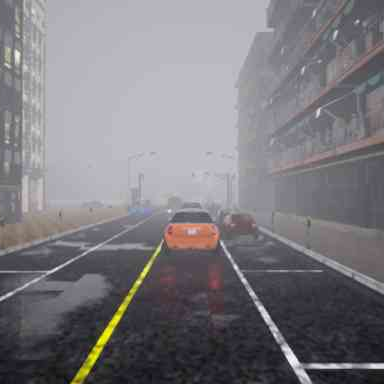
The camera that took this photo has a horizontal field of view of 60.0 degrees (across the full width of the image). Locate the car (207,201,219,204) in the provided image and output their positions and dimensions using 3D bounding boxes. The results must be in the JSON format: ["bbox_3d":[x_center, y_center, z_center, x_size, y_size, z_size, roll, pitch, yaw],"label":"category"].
[{"bbox_3d":[2.645,1.930,40.287,2.008,1.369,4.403,0,-1,0],"label":"car"}]

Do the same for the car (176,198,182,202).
[{"bbox_3d":[-0.010,1.625,29.075,2.097,1.767,4.553,0,-1,0],"label":"car"}]

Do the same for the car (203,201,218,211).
[{"bbox_3d":[2.674,1.998,48.216,1.887,1.381,4.507,0,-1,0],"label":"car"}]

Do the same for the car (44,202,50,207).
[{"bbox_3d":[-31.704,2.601,68.866,4.206,1.307,1.802,-1,0,-1],"label":"car"}]

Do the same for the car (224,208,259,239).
[{"bbox_3d":[2.559,1.754,18.183,1.802,1.307,4.206,0,-1,0],"label":"car"}]

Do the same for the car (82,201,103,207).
[{"bbox_3d":[-20.621,2.470,69.007,4.206,1.307,1.802,-1,0,-1],"label":"car"}]

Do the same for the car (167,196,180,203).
[{"bbox_3d":[-2.778,1.719,54.630,2.150,2.045,5.566,0,-1,0],"label":"car"}]

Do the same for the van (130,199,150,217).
[{"bbox_3d":[-5.360,1.669,34.811,1.690,1.788,3.998,0,-1,0],"label":"van"}]

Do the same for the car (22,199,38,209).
[{"bbox_3d":[-31.473,2.231,60.801,5.009,1.841,2.192,-1,0,-1],"label":"car"}]

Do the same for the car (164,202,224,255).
[{"bbox_3d":[-0.003,1.484,14.083,2.097,1.767,4.553,0,-1,0],"label":"car"}]
